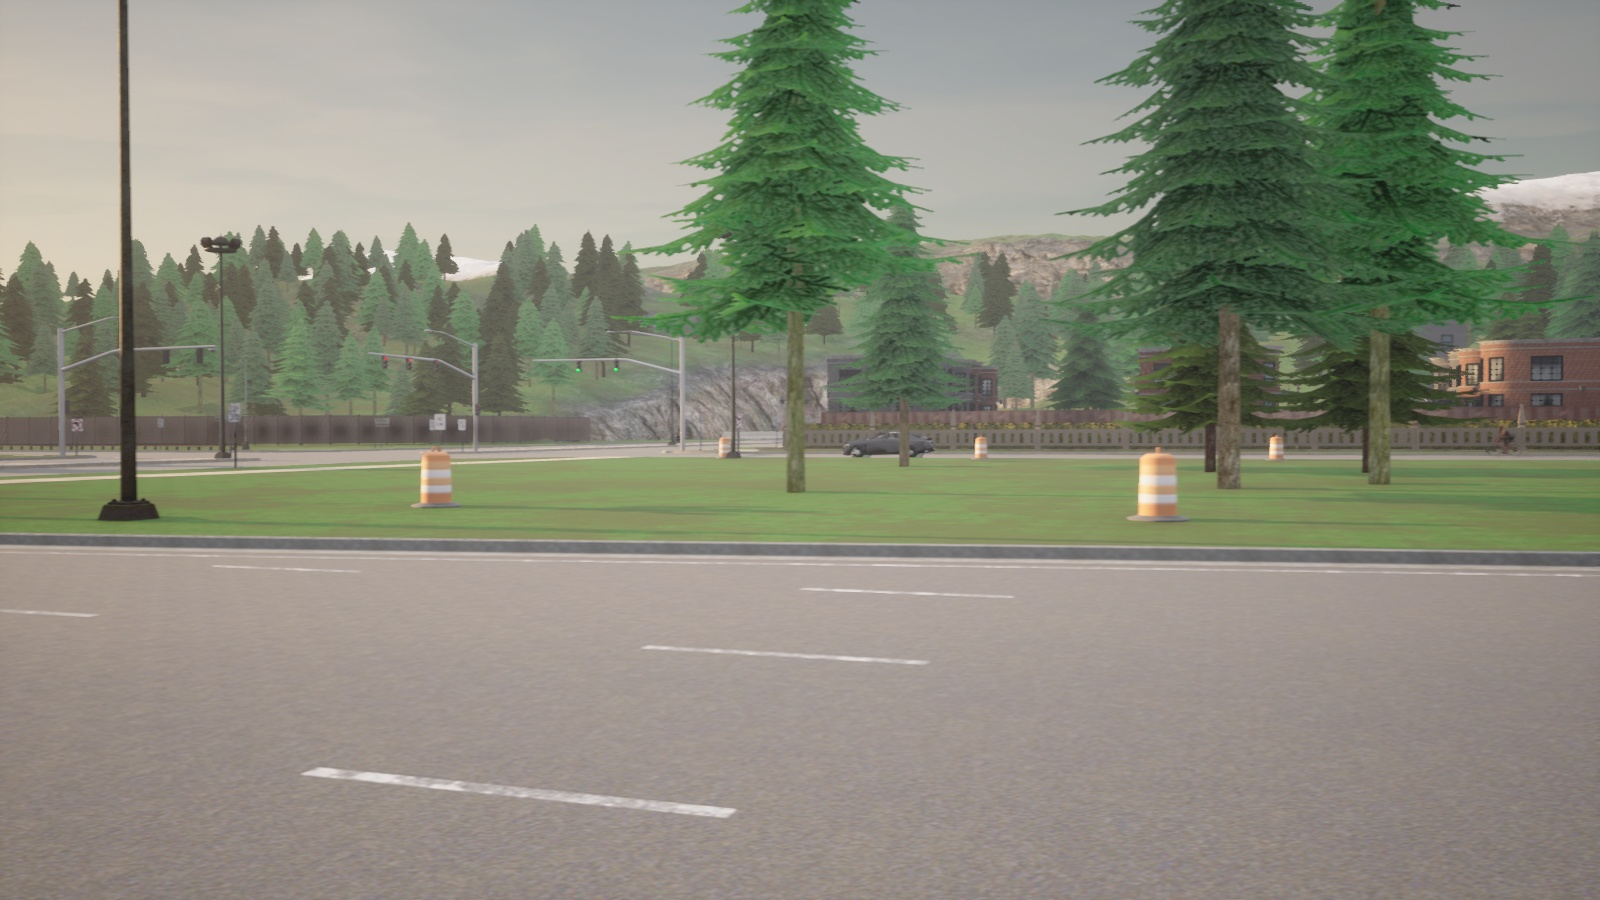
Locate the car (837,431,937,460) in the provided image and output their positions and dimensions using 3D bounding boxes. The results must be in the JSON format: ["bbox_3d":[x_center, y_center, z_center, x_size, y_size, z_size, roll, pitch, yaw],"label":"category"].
[{"bbox_3d":[4.617,-0.264,66.441,4.902,1.511,2.128,1,1,18],"label":"car"}]
